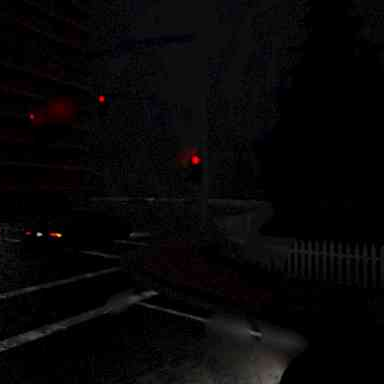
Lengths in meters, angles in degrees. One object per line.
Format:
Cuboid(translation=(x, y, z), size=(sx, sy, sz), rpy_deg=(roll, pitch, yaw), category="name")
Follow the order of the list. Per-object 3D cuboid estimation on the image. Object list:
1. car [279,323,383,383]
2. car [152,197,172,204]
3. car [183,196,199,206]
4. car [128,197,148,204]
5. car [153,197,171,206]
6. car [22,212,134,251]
Cuboid(translation=(3.164, 1.540, 1.737), size=(5.357, 1.411, 2.033), rpy_deg=(0, 0, 35), category="car")
Cuboid(translation=(-6.119, 1.681, 67.755), size=(1.812, 1.442, 4.674), rpy_deg=(0, 0, -39), category="car")
Cuboid(translation=(0.106, 1.451, 56.065), size=(2.097, 1.767, 4.553), rpy_deg=(0, 0, -19), category="car")
Cuboid(translation=(-11.252, 1.772, 68.461), size=(4.718, 1.301, 1.895), rpy_deg=(0, 0, 44), category="car")
Cuboid(translation=(-5.406, 1.656, 59.857), size=(1.812, 1.442, 4.674), rpy_deg=(0, 0, -28), category="car")
Cuboid(translation=(-4.601, 1.562, 14.376), size=(2.033, 1.411, 5.357), rpy_deg=(-1, 0, 21), category="car")
